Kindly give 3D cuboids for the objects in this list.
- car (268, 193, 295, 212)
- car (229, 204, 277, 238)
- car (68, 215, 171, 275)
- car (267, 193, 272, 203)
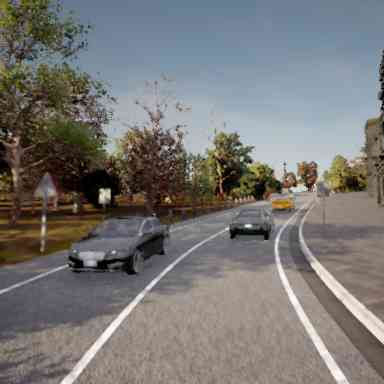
[{"bbox_3d":[9.470,1.147,34.345,1.882,1.535,5.008,-2,1,22],"label":"car"},{"bbox_3d":[3.237,1.575,17.657,1.994,1.385,4.181,-1,0,17],"label":"car"},{"bbox_3d":[-2.065,1.534,10.742,2.128,1.511,4.902,-1,0,12],"label":"car"},{"bbox_3d":[12.725,0.876,51.121,1.812,1.442,4.674,-2,1,22],"label":"car"}]
